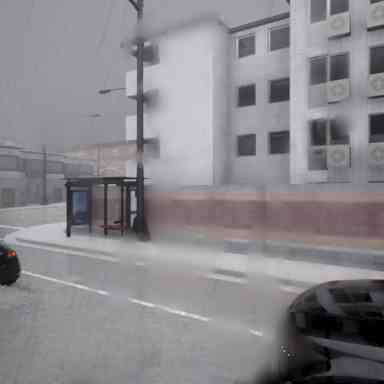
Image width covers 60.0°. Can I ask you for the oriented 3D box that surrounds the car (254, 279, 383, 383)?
[{"bbox_3d":[3.138,1.222,1.728,5.566,2.045,2.150,0,0,36],"label":"car"}]

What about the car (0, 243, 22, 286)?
[{"bbox_3d":[-6.096,1.564,8.198,4.181,1.385,1.994,0,0,34],"label":"car"}]
